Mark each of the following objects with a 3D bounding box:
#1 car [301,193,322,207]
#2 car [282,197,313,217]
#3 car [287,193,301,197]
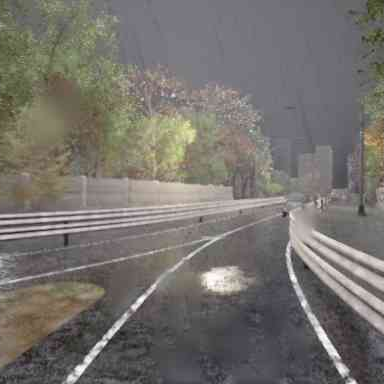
[{"bbox_3d":[17.751,1.160,48.849,2.150,2.045,5.566,0,-1,24],"label":"car"},{"bbox_3d":[9.516,1.494,30.503,2.033,1.411,5.357,0,0,24],"label":"car"},{"bbox_3d":[17.392,1.167,56.344,2.150,2.045,5.566,0,0,25],"label":"car"}]
